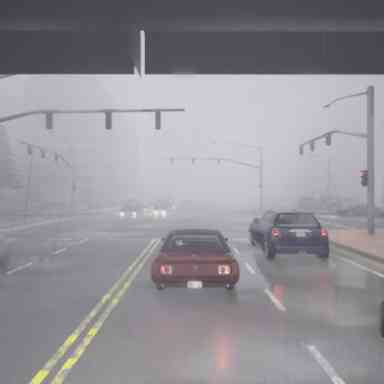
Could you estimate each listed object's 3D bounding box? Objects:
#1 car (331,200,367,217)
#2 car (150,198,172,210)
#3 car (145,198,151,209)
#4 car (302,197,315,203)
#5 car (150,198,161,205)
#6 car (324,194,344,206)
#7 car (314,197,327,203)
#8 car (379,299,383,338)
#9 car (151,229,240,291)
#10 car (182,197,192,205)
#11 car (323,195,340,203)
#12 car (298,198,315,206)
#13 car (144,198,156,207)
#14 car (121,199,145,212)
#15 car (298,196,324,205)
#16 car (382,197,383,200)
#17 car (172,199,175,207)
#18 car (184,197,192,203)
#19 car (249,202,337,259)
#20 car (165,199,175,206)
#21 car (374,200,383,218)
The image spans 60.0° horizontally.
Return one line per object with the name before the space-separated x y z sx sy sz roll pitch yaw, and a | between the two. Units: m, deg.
car | 16.700 1.796 33.304 4.181 1.385 1.994 0 0 1
car | -4.464 1.832 48.949 2.128 1.511 4.902 0 0 0
car | -7.983 1.849 53.358 1.882 1.535 5.008 0 0 0
car | 27.991 1.952 80.073 1.970 1.475 3.806 0 0 0
car | -8.004 2.062 73.376 1.994 1.385 4.181 0 0 0
car | 19.584 1.487 47.489 1.905 1.878 3.866 0 0 0
car | 30.886 1.920 80.078 1.784 1.438 3.905 0 0 0
car | 3.603 1.527 2.845 1.837 1.490 4.892 0 0 0
car | 0.083 1.666 9.177 1.895 1.301 4.718 0 0 0
car | -0.988 2.019 71.171 1.812 1.442 4.674 0 0 0
car | 33.569 1.710 80.136 1.932 1.855 4.605 0 0 0
car | 22.254 1.847 64.960 1.970 1.475 3.806 0 0 0
car | -7.990 1.966 63.364 1.812 1.442 4.674 0 0 0
car | -8.006 1.659 44.189 2.097 1.767 4.553 0 0 2
car | 16.689 1.484 47.538 1.932 1.855 4.605 0 0 0
car | 39.151 1.606 65.086 1.932 1.855 4.605 0 0 0
car | -4.497 1.755 57.991 2.097 1.767 4.553 0 0 0
car | -1.074 2.076 86.061 1.882 1.535 5.008 0 0 0
car | 3.595 1.443 13.089 2.097 1.767 4.553 0 0 0
car | -4.480 2.074 68.145 1.895 1.301 4.718 0 0 0
car | 19.282 1.712 29.770 4.892 1.490 1.837 0 0 1
